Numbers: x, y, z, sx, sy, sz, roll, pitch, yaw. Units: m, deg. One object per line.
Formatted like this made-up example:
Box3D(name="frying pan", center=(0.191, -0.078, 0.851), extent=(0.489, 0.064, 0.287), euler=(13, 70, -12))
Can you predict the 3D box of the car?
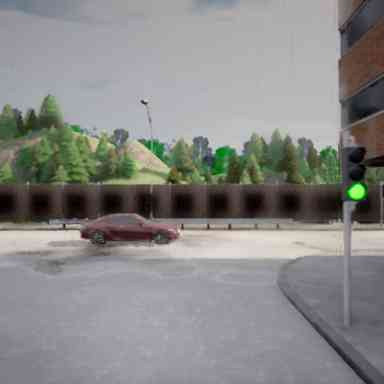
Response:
Box3D(name="car", center=(-2.893, 1.743, 15.774), extent=(4.674, 1.442, 1.812), euler=(0, -1, 0))
